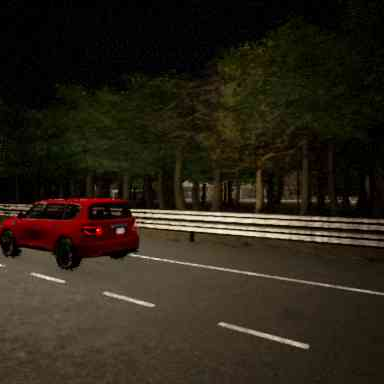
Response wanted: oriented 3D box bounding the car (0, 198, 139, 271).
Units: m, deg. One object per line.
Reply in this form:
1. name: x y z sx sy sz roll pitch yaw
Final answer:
1. car: -4.255 1.225 11.205 5.566 2.045 2.150 0 0 36
